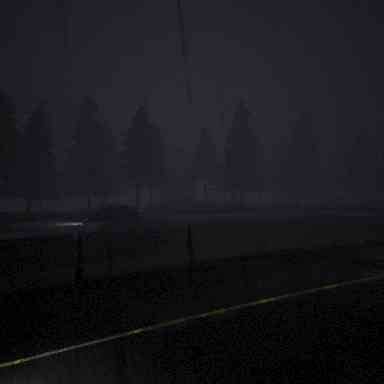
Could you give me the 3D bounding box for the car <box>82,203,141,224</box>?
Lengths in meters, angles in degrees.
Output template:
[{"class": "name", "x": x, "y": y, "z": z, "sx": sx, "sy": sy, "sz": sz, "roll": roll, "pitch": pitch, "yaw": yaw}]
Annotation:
[{"class": "car", "x": -5.898, "y": 1.546, "z": 24.559, "sx": 4.181, "sy": 1.385, "sz": 1.994, "roll": 0, "pitch": 0, "yaw": -28}]
